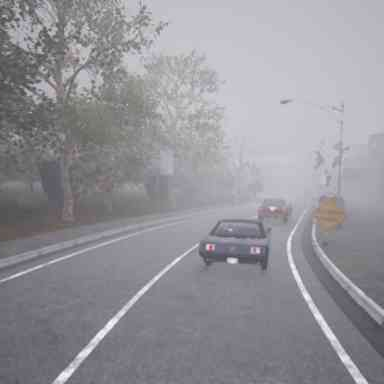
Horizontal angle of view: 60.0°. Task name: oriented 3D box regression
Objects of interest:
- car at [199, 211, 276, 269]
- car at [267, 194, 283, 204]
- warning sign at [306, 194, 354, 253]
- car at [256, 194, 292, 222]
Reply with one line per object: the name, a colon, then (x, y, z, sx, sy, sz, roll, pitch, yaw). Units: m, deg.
car: (1.651, 1.529, 10.993, 1.895, 1.301, 4.718, 1, 1, 15)
car: (14.062, 1.097, 56.195, 2.128, 1.511, 4.902, 2, 1, 19)
warning sign: (5.093, 1.126, 12.448, 1.300, 1.860, 1.060, 7, 8, 15)
car: (6.383, 1.222, 25.247, 2.097, 1.767, 4.553, 2, 1, 21)
